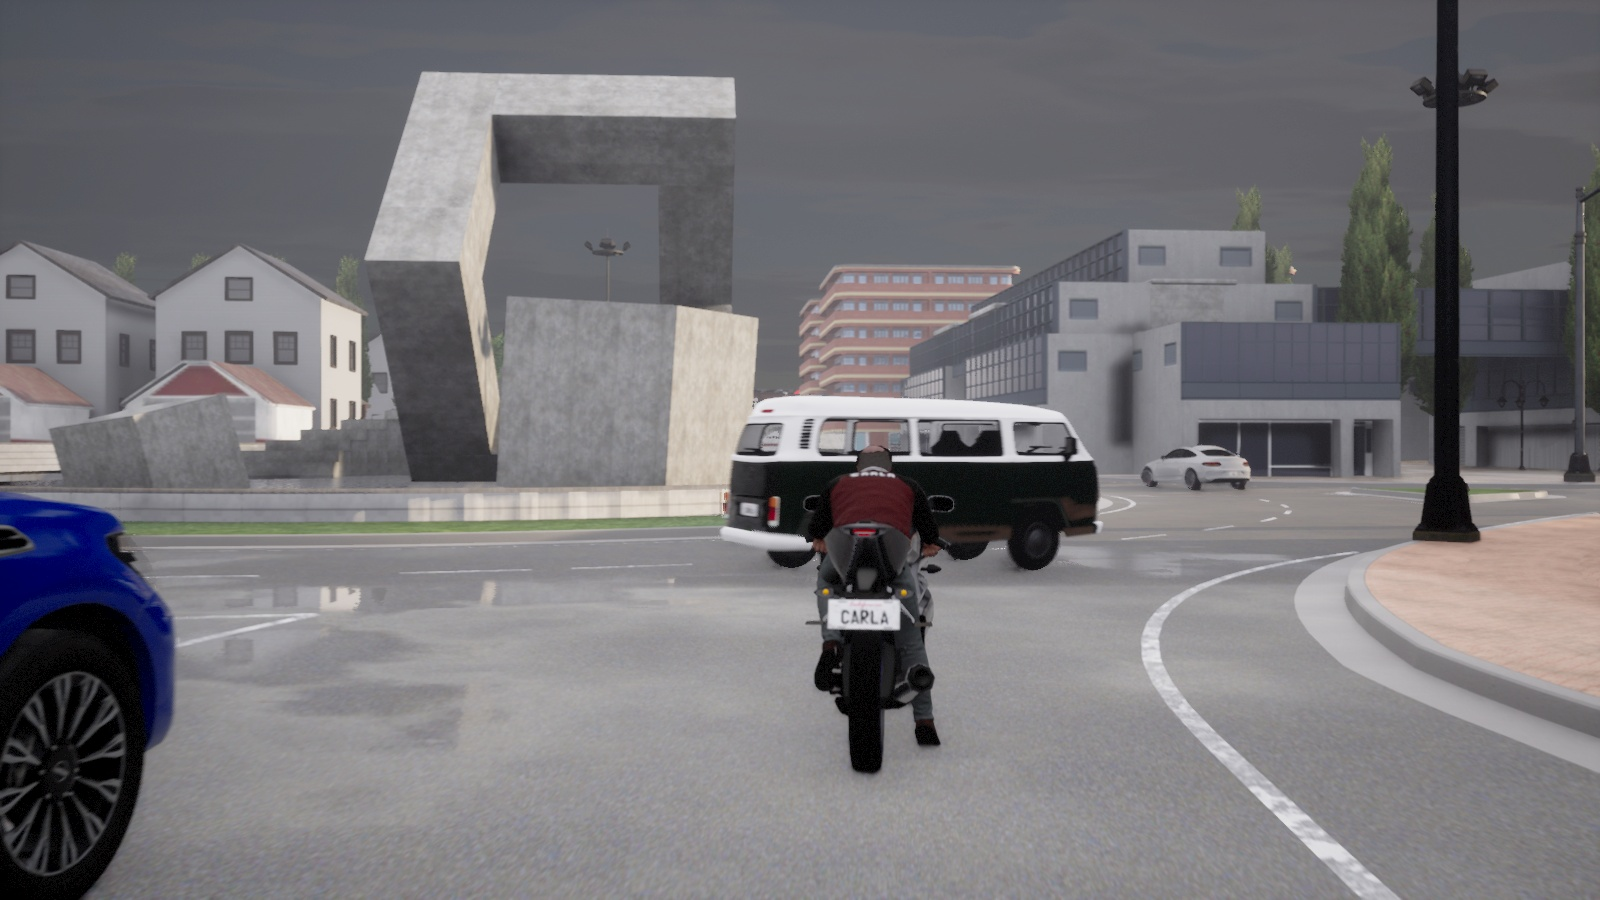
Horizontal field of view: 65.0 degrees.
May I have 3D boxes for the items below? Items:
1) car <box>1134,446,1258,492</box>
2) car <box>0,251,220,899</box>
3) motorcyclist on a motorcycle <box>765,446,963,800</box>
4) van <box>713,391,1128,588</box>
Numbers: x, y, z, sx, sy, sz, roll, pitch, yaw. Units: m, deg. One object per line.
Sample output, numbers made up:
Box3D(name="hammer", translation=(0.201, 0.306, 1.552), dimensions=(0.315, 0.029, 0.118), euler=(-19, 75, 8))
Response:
Box3D(name="car", translation=(13.107, 0.578, 41.865), dimensions=(1.812, 1.442, 4.674), euler=(0, 0, -13))
Box3D(name="car", translation=(-3.430, 0.451, 2.194), dimensions=(2.150, 2.045, 5.566), euler=(0, 0, 1))
Box3D(name="motorcyclist on a motorcycle", translation=(0.385, 0.749, 6.583), dimensions=(0.866, 1.530, 2.191), euler=(0, 0, 6))
Box3D(name="van", translation=(1.434, 0.397, 14.934), dimensions=(4.480, 2.038, 2.069), euler=(0, 1, -26))
